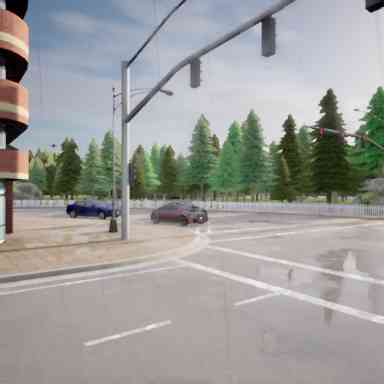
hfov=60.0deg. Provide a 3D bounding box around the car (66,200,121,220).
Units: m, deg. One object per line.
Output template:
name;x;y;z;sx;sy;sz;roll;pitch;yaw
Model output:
car;-8.216;1.426;27.876;5.008;1.535;1.882;0;0;25

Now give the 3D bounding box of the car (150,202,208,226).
car;-0.927;1.513;22.826;4.181;1.385;1.994;0;0;40

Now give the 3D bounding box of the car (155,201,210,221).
car;-0.807;1.514;27.328;4.181;1.385;1.994;0;0;35
